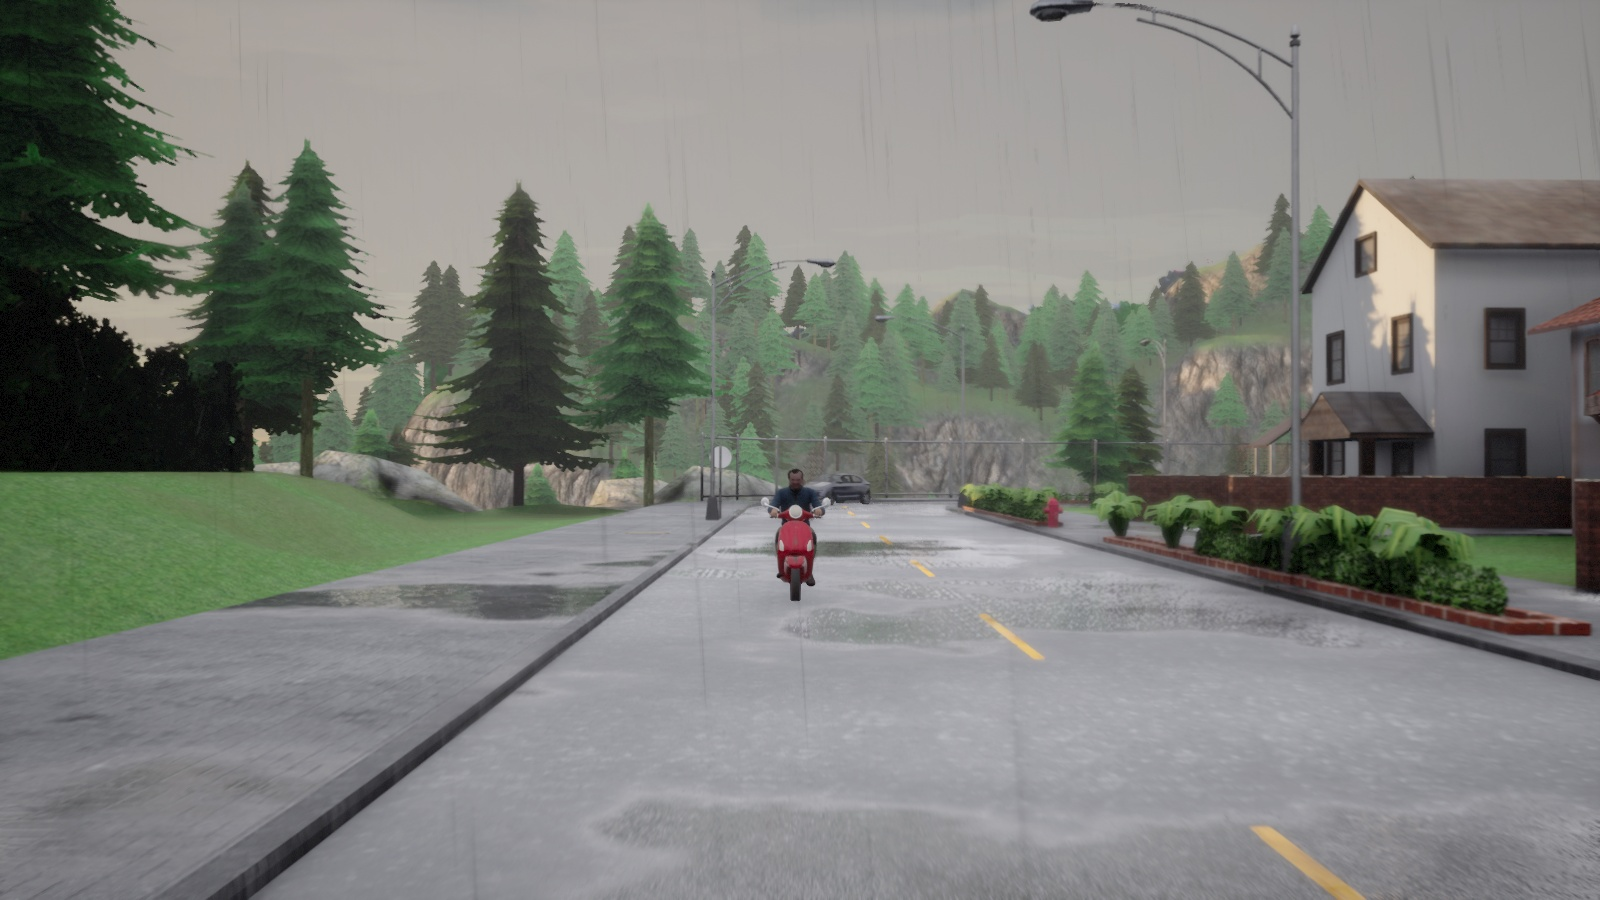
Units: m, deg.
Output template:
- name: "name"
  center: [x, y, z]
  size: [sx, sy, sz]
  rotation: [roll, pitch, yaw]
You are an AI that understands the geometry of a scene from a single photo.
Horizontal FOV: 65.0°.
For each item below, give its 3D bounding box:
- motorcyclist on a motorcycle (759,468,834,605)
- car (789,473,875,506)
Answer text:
- name: "motorcyclist on a motorcycle"
  center: [-0.044, 1.031, 15.649]
  size: [0.866, 1.590, 1.817]
  rotation: [0, -1, 0]
- name: "car"
  center: [1.538, 1.798, 58.171]
  size: [1.816, 1.474, 4.193]
  rotation: [-1, -1, 38]
